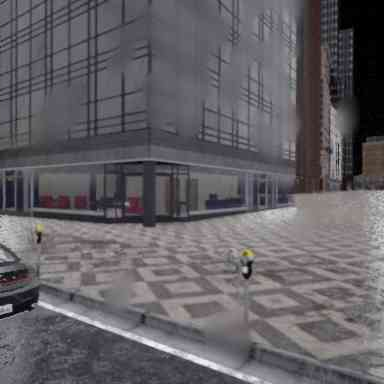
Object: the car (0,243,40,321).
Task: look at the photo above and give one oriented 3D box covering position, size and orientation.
[{"bbox_3d":[-4.604,1.526,6.245,4.403,1.369,2.008,0,0,35],"label":"car"}]
